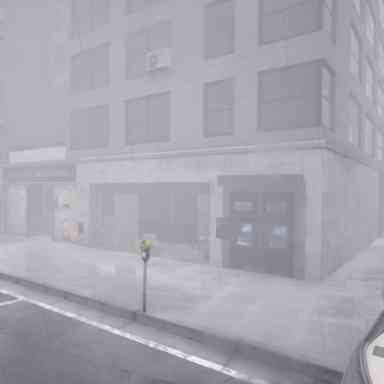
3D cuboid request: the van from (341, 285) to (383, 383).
[{"bbox_3d":[2.592,1.342,1.095,3.998,1.788,1.690,0,1,36],"label":"van"}]
